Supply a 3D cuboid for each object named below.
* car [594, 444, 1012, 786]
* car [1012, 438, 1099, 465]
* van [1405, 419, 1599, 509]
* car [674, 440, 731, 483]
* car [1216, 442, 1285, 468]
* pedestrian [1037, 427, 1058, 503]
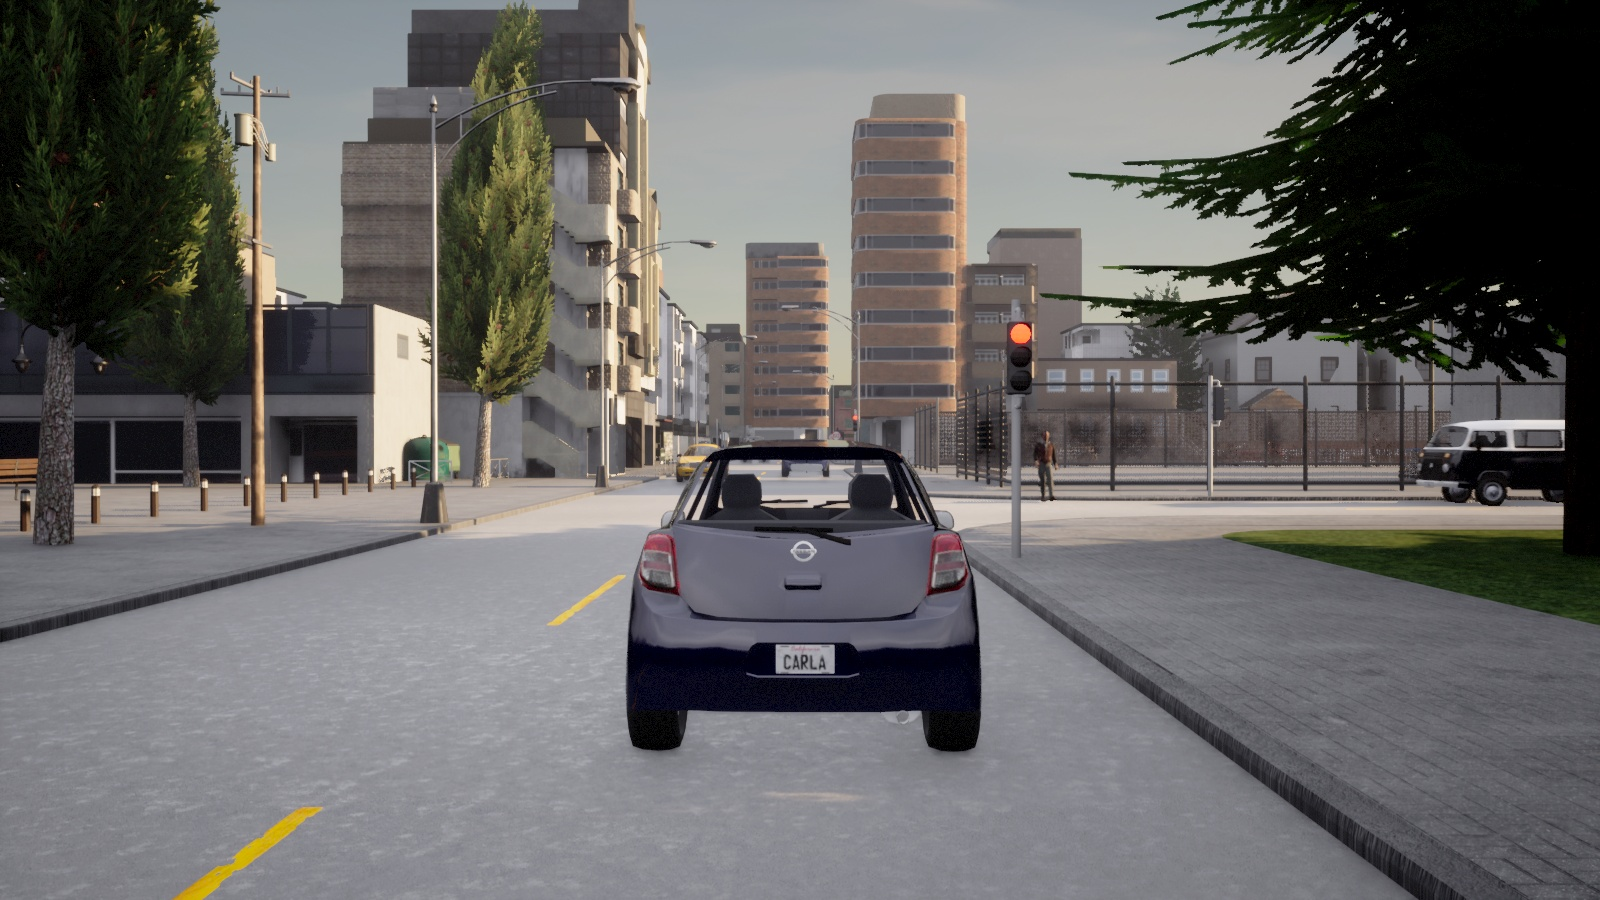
[{"bbox_3d":[0.036,0.719,7.361,1.845,1.501,3.633,0,0,1],"label":"car"},{"bbox_3d":[16.104,0.090,79.331,5.027,1.651,2.152,0,0,0],"label":"car"},{"bbox_3d":[17.212,0.317,30.028,4.480,2.038,2.069,0,0,0],"label":"van"},{"bbox_3d":[-3.769,0.404,49.318,1.801,1.575,5.366,0,0,0],"label":"car"},{"bbox_3d":[28.441,0.302,79.273,3.705,1.549,1.789,0,0,0],"label":"car"},{"bbox_3d":[6.074,0.367,30.851,0.376,1.854,0.720,0,0,0],"label":"pedestrian"}]
